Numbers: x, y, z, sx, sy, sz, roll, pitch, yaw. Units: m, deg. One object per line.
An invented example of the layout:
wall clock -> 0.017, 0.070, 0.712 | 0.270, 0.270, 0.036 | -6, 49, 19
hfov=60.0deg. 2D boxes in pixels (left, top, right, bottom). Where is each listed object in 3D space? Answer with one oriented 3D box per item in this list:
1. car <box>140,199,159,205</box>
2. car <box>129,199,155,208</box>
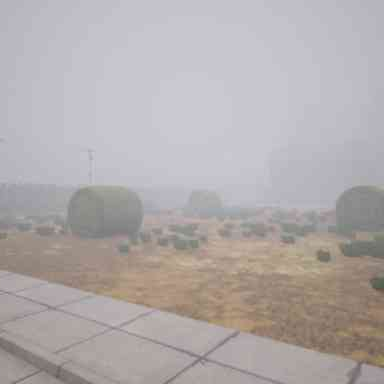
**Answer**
car -> -7.292, 1.939, 53.345 | 1.837, 1.490, 4.892 | -1, 0, 33
car -> -8.626, 1.981, 57.789 | 1.837, 1.490, 4.892 | -1, -1, 33
